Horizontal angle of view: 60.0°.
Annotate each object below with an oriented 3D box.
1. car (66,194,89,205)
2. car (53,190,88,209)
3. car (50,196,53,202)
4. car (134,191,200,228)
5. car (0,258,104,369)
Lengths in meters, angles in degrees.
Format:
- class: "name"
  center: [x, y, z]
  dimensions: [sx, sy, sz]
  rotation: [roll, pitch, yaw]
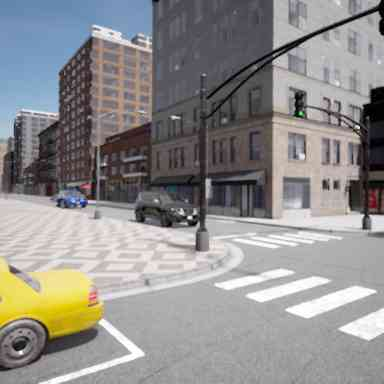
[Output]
- class: "car"
  center: [-16.306, 1.071, 47.123]
  dimensions: [1.812, 1.442, 4.674]
  rotation: [0, 0, -35]
- class: "car"
  center: [-13.934, 0.824, 38.336]
  dimensions: [2.150, 2.045, 5.566]
  rotation: [0, 0, -35]
- class: "car"
  center: [-22.067, 1.002, 55.179]
  dimensions: [2.033, 1.411, 5.357]
  rotation: [0, 0, -35]
- class: "car"
  center: [-1.705, 1.010, 21.027]
  dimensions: [2.150, 2.045, 5.566]
  rotation: [0, 1, -35]
- class: "car"
  center: [-3.619, 1.527, 4.172]
  dimensions: [4.829, 1.417, 1.752]
  rotation: [0, 1, -36]
